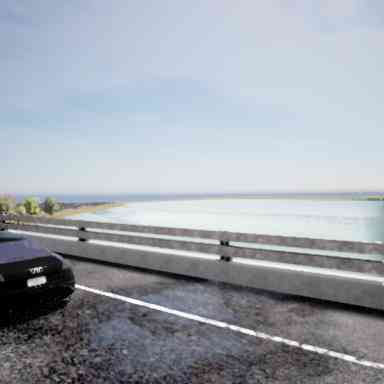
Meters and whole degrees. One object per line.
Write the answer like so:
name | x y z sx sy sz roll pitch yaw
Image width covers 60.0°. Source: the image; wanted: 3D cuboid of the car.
car | -4.438 1.594 7.202 4.181 1.385 1.994 0 0 36
